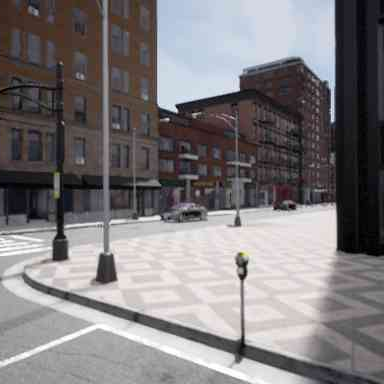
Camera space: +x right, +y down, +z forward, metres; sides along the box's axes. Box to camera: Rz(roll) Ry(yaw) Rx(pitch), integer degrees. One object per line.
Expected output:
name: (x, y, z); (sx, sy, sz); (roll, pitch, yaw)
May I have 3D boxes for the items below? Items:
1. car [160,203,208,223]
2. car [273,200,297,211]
car: (-0.570, 1.660, 27.284); (2.128, 1.511, 4.902); (0, -1, 36)
car: (12.837, 1.832, 45.873); (1.882, 1.535, 5.008); (0, -1, 36)
